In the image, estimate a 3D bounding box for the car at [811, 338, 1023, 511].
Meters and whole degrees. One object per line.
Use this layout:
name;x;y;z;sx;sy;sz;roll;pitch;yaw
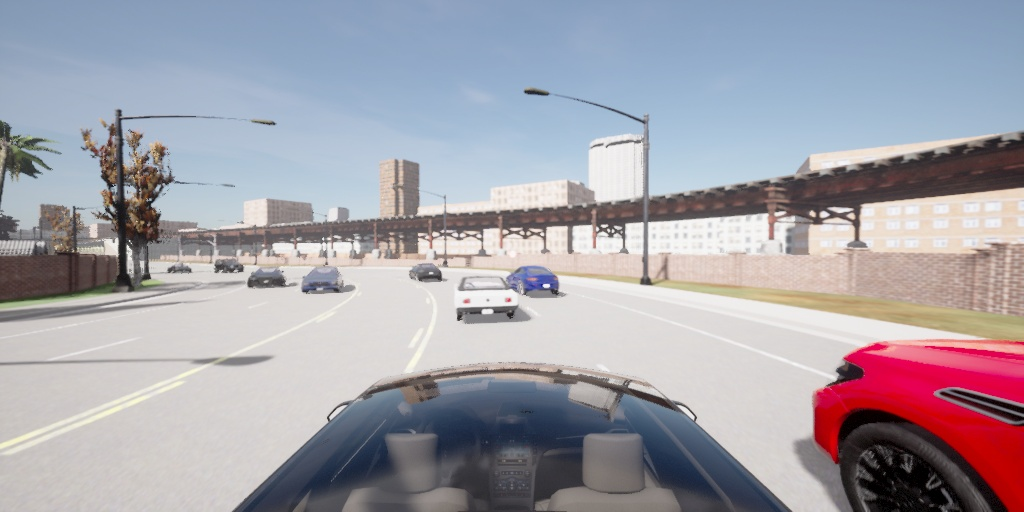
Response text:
car;3.493;0.958;0.482;2.150;2.045;5.566;0;0;0

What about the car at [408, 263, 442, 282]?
car;-7.140;1.289;29.322;1.994;1.385;4.181;-1;0;-28

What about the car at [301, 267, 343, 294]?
car;-11.049;1.357;21.207;2.033;1.411;5.357;-1;0;-22

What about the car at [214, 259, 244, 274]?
car;-40.348;1.436;51.071;5.566;2.045;2.150;-1;1;33

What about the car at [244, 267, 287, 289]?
car;-16.712;1.450;24.653;1.994;1.385;4.181;-1;0;-30

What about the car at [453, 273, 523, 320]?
car;-1.100;1.325;12.637;1.895;1.301;4.718;0;0;-10

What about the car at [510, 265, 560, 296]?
car;0.974;1.207;18.731;1.812;1.442;4.674;0;0;-16
